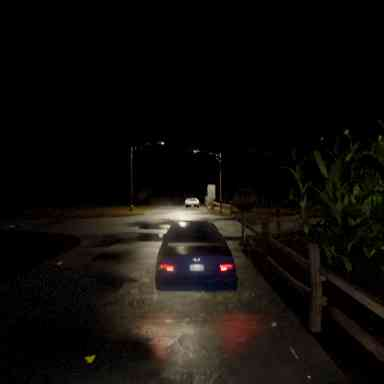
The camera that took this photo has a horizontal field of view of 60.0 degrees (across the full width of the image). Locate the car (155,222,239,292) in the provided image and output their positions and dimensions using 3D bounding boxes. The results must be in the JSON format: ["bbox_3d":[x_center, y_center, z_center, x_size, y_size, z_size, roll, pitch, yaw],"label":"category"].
[{"bbox_3d":[0.028,1.533,9.052,2.033,1.411,5.357,0,0,-2],"label":"car"}]

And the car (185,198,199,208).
[{"bbox_3d":[0.035,1.509,47.021,1.895,1.301,4.718,0,0,0],"label":"car"}]
